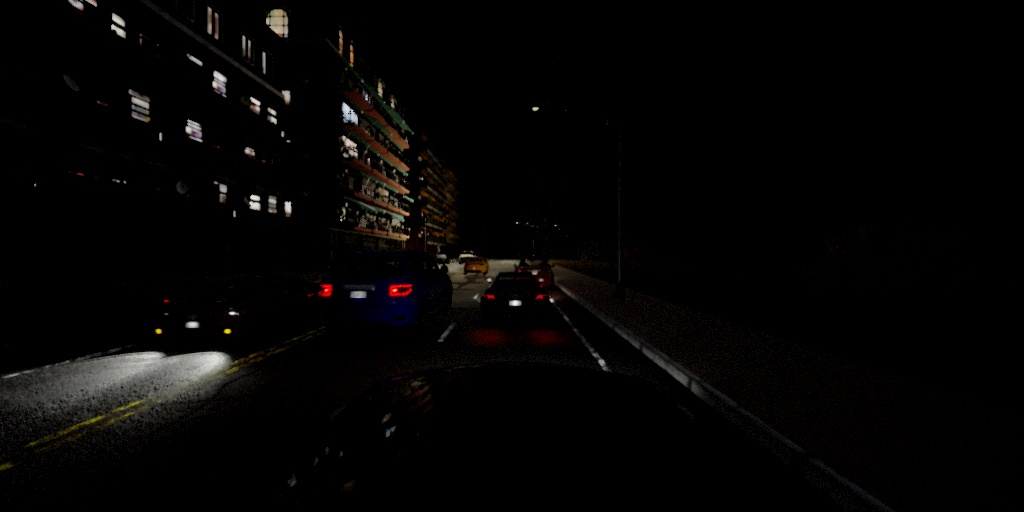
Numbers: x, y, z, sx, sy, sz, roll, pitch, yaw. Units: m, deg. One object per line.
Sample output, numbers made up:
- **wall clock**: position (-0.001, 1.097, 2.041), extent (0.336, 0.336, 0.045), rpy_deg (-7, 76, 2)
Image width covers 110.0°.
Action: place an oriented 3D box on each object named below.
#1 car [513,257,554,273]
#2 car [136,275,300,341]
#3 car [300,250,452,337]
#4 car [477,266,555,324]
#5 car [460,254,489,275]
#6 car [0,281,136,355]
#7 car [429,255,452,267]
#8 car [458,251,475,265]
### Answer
- **car**: position (1.157, 0.853, 20.387), extent (2.097, 1.767, 4.553), rpy_deg (0, 1, 0)
- **car**: position (-6.593, 1.212, 9.380), extent (1.994, 1.385, 4.181), rpy_deg (0, 1, 0)
- **car**: position (-3.141, 0.860, 10.022), extent (2.150, 2.045, 5.566), rpy_deg (0, 1, 0)
- **car**: position (0.104, 1.185, 11.455), extent (1.994, 1.385, 4.181), rpy_deg (0, 1, 1)
- **car**: position (-3.117, 0.824, 32.019), extent (1.882, 1.535, 5.008), rpy_deg (0, 1, 0)
- **car**: position (-9.844, 1.226, 7.044), extent (2.033, 1.411, 5.357), rpy_deg (0, 1, 0)
- **car**: position (-9.787, 0.605, 49.304), extent (2.128, 1.511, 4.902), rpy_deg (0, 1, 0)
- **car**: position (-6.528, 0.289, 52.927), extent (2.150, 2.045, 5.566), rpy_deg (0, 0, 0)
